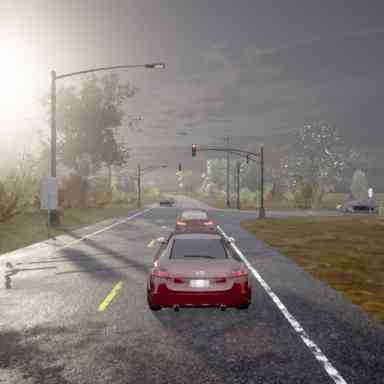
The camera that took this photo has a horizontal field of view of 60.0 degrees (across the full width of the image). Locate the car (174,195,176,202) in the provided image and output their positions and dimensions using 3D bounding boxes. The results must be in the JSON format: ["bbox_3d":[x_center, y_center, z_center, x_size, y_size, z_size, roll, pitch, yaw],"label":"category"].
[{"bbox_3d":[-4.360,1.567,63.234,1.994,1.385,4.181,0,0,-1],"label":"car"}]

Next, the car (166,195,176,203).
[{"bbox_3d":[-4.607,1.482,73.507,1.882,1.535,5.008,0,0,-2],"label":"car"}]

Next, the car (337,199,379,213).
[{"bbox_3d":[18.736,1.505,37.020,4.902,1.511,2.128,0,0,1],"label":"car"}]

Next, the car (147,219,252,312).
[{"bbox_3d":[0.102,1.564,7.806,1.994,1.385,4.181,0,0,-1],"label":"car"}]

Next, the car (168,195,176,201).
[{"bbox_3d":[-5.020,1.478,85.267,1.882,1.535,5.008,0,0,-2],"label":"car"}]

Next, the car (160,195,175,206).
[{"bbox_3d":[-4.140,1.603,53.175,1.895,1.301,4.718,0,0,-1],"label":"car"}]

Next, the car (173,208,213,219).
[{"bbox_3d":[0.067,1.526,16.566,1.812,1.442,4.674,0,0,-2],"label":"car"}]
